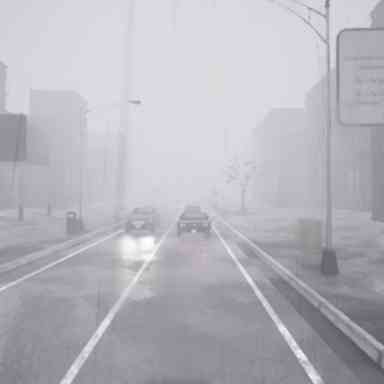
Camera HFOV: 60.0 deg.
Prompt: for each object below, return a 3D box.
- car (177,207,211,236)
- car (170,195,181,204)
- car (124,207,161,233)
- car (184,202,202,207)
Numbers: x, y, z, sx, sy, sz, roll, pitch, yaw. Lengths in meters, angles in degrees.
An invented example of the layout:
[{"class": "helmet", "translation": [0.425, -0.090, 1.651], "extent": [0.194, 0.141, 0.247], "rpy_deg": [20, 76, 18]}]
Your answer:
[{"class": "car", "translation": [0.113, 1.807, 19.849], "extent": [1.895, 1.301, 4.718], "rpy_deg": [0, -1, 0]}, {"class": "car", "translation": [-3.006, 1.361, 62.623], "extent": [1.882, 1.535, 5.008], "rpy_deg": [0, 2, 1]}, {"class": "car", "translation": [-3.092, 1.721, 21.513], "extent": [2.128, 1.511, 4.902], "rpy_deg": [0, -1, 0]}, {"class": "car", "translation": [0.113, 1.869, 38.072], "extent": [1.882, 1.535, 5.008], "rpy_deg": [0, 0, 0]}]
